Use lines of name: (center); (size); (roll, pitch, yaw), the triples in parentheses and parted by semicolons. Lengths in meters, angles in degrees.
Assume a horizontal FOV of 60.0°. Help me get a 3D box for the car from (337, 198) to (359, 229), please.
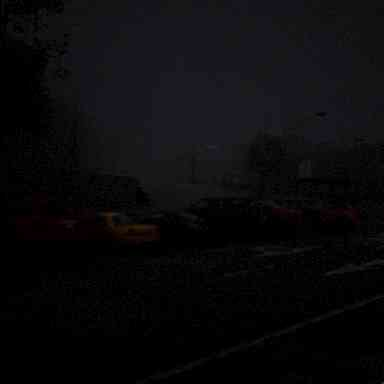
car: (8.705, 1.476, 22.510); (4.553, 1.767, 2.185); (-1, -1, 35)

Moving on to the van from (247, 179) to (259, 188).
van: (13.251, -1.580, 65.698); (1.878, 1.987, 4.442); (7, 3, 35)

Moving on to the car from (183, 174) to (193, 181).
car: (1.167, -3.515, 82.996); (2.435, 2.045, 5.566); (7, 3, 34)

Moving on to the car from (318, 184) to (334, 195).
car: (21.936, -0.242, 53.469); (2.435, 2.045, 5.566); (7, 3, 35)

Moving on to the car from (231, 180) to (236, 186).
car: (9.851, -1.859, 70.753); (2.002, 1.452, 4.674); (7, 3, 35)

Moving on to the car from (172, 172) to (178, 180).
car: (-2.351, -3.902, 87.936); (2.185, 1.767, 4.553); (4, 1, 34)

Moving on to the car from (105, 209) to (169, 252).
car: (-3.797, 1.517, 14.010); (5.366, 1.575, 1.946); (-1, -1, 35)

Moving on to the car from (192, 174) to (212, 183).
car: (3.015, -2.991, 80.734); (1.946, 1.575, 5.366); (7, 3, 34)

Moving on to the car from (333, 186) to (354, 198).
car: (23.623, 0.320, 50.994); (2.002, 1.452, 4.674); (7, 3, 35)

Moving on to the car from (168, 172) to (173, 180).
car: (-4.120, -4.179, 90.286); (2.435, 2.045, 5.566); (1, -2, 34)

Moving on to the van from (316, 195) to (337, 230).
van: (6.295, 1.358, 20.762); (4.442, 1.987, 1.878); (-1, -1, 35)

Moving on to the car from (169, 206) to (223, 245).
car: (-1.190, 1.575, 15.636); (4.674, 1.452, 2.002); (-1, -1, 35)

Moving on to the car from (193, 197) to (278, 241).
car: (1.240, 1.300, 17.392); (5.566, 2.045, 2.435); (-1, -1, 35)

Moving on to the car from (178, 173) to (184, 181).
car: (-0.624, -3.667, 85.464); (2.185, 1.767, 4.553); (6, 3, 34)

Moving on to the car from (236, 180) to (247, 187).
car: (11.679, -1.627, 68.431); (1.946, 1.575, 5.366); (7, 3, 35)

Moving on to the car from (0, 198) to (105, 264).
car: (-6.118, 1.251, 12.186); (5.566, 2.045, 2.435); (-1, -1, 35)

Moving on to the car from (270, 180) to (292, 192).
car: (16.734, -0.808, 60.860); (2.231, 1.521, 4.892); (7, 3, 35)

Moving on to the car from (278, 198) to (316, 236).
car: (3.755, 1.317, 19.095); (5.566, 2.045, 2.435); (-1, -1, 35)

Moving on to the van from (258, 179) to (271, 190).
van: (14.977, -1.307, 63.225); (1.878, 1.987, 4.442); (7, 3, 35)
